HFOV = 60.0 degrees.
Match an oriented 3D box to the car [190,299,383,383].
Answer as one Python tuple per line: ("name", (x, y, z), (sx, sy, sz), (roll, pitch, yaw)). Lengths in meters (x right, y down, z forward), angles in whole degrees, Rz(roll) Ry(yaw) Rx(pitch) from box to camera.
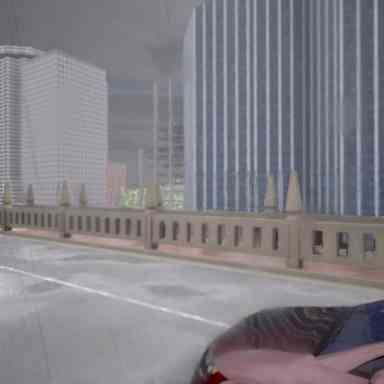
("car", (2.024, 1.563, 2.548), (4.181, 1.385, 1.994), (0, 0, 36))
